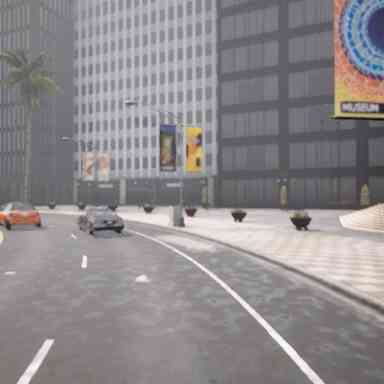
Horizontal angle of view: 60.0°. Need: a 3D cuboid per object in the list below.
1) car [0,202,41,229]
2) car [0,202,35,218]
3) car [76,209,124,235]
[{"bbox_3d":[-12.339,1.566,23.694,2.097,1.767,4.553,0,0,-37],"label":"car"},{"bbox_3d":[-18.247,1.814,34.226,4.892,1.490,1.837,0,-1,38],"label":"car"},{"bbox_3d":[-5.686,1.715,20.245,2.033,1.411,5.357,0,-1,-29],"label":"car"}]
